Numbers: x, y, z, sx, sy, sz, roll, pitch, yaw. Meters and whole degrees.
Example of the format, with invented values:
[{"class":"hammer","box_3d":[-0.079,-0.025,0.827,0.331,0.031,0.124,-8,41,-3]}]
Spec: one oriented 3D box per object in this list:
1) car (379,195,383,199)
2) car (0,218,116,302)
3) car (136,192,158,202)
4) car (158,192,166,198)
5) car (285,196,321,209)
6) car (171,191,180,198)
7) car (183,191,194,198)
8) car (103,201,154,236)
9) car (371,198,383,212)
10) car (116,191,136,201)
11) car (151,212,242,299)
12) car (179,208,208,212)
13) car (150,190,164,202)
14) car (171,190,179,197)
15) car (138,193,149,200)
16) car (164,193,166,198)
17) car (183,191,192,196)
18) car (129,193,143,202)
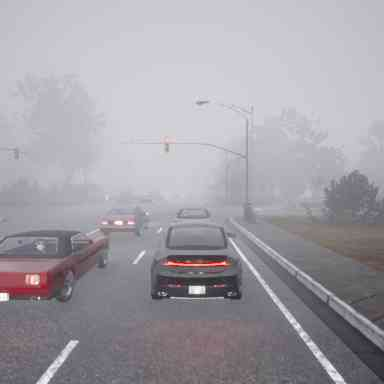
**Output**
[{"class":"car","box_3d":[18.387,1.260,31.427,5.008,1.535,1.882,0,0,-3]},{"class":"car","box_3d":[-3.412,1.570,8.142,1.895,1.301,4.718,0,0,0]},{"class":"car","box_3d":[-7.189,1.151,53.283,2.033,1.411,5.357,0,0,0]},{"class":"car","box_3d":[-7.597,0.780,83.918,1.812,1.442,4.674,0,1,-3]},{"class":"car","box_3d":[13.199,1.219,38.337,4.902,1.511,2.128,0,0,-3]},{"class":"car","box_3d":[-4.137,0.602,84.687,2.097,1.767,4.553,0,1,-4]},{"class":"car","box_3d":[-0.666,0.783,85.241,1.994,1.385,4.181,0,1,-4]},{"class":"car","box_3d":[-3.445,1.442,17.731,2.033,1.411,5.357,0,0,-1]},{"class":"car","box_3d":[21.810,1.353,35.134,4.718,1.301,1.895,0,0,-3]},{"class":"car","box_3d":[-10.688,0.821,53.803,2.150,2.045,5.566,0,0,0]},{"class":"car","box_3d":[0.088,1.473,8.321,1.837,1.490,4.892,0,0,0]},{"class":"car","box_3d":[0.081,1.497,17.634,1.895,1.301,4.718,0,0,0]},{"class":"car","box_3d":[-7.162,0.733,63.458,2.150,2.045,5.566,0,1,-1]},{"class":"car","box_3d":[-4.906,0.451,94.756,2.097,1.767,4.553,0,1,-7]},{"class":"car","box_3d":[-10.737,0.991,73.776,1.895,1.301,4.718,0,1,-1]},{"class":"car","box_3d":[-7.232,0.876,73.649,1.882,1.535,5.008,0,1,-1]},{"class":"car","box_3d":[-1.418,0.464,95.118,2.033,1.411,5.357,0,1,-7]},{"class":"car","box_3d":[-10.672,0.987,63.690,1.882,1.535,5.008,0,1,0]}]
